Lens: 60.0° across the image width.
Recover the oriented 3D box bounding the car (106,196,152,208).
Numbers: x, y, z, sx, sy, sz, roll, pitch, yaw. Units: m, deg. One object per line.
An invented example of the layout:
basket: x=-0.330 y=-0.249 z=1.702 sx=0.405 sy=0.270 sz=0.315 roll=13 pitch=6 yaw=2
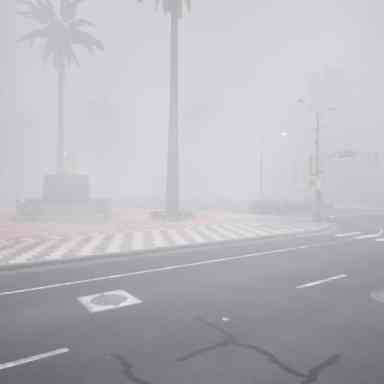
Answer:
car: x=-8.946 y=1.547 z=47.543 sx=5.357 sy=1.411 sz=2.033 roll=0 pitch=0 yaw=14

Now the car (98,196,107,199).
car: x=-15.836 y=1.491 z=59.119 sx=4.902 sy=1.511 sz=2.128 roll=0 pitch=0 yaw=2

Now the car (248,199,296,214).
car: x=8.101 y=1.507 z=35.091 sx=1.837 sy=1.490 sz=4.892 roll=0 pitch=-1 yaw=-38

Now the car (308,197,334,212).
car: x=14.227 y=1.352 z=39.168 sx=2.097 sy=1.767 sz=4.553 roll=0 pitch=0 yaw=-37

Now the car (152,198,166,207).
car: x=-5.063 y=1.564 z=49.778 sx=4.181 sy=1.385 sz=1.994 roll=0 pitch=0 yaw=19

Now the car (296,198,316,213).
car: x=11.026 y=1.601 z=37.064 sx=1.895 sy=1.301 sz=4.718 roll=0 pitch=0 yaw=-38

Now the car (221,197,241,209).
car: x=4.240 y=1.506 z=44.429 sx=4.892 sy=1.490 sz=1.837 roll=0 pitch=0 yaw=38

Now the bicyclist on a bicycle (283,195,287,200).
bicyclist on a bicycle: x=15.275 y=1.300 z=54.474 sx=0.582 sy=1.620 sz=1.656 roll=0 pitch=0 yaw=42

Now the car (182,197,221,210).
car: x=0.901 y=1.525 z=42.666 sx=4.674 sy=1.442 sz=1.812 roll=0 pitch=0 yaw=35

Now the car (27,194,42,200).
car: x=-26.045 y=1.221 z=58.555 sx=5.566 sy=2.045 sz=2.150 roll=0 pitch=0 yaw=-10

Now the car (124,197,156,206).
car: x=-8.541 y=1.505 z=54.716 sx=4.892 sy=1.490 sz=1.837 roll=0 pitch=-1 yaw=14
